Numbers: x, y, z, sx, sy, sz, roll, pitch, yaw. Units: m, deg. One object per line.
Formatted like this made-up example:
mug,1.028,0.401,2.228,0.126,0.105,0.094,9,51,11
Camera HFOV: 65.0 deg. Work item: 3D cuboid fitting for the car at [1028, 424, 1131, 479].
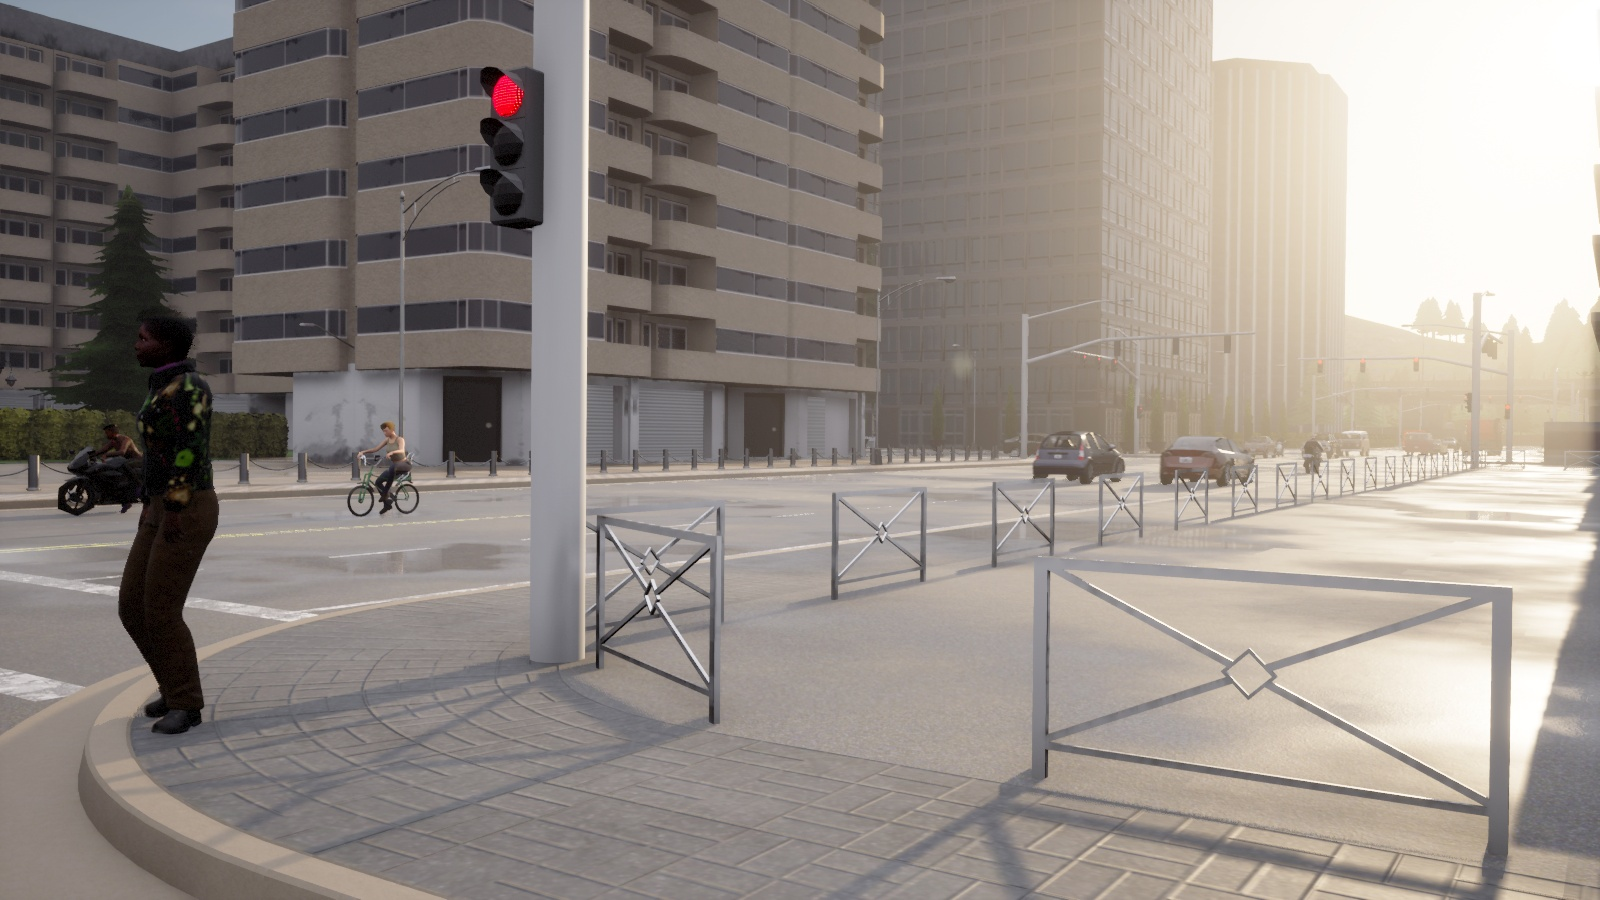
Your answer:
car,8.800,0.013,39.330,1.851,1.617,3.988,0,1,33

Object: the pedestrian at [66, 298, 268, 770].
pedestrian,-2.765,0.340,5.500,0.692,1.930,0.395,-1,1,-40

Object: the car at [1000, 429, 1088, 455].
car,14.625,-0.478,75.376,4.892,1.490,1.837,0,1,32

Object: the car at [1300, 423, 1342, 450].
car,36.743,-0.994,88.571,1.932,1.855,4.605,0,1,33

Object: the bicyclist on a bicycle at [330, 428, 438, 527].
bicyclist on a bicycle,-7.076,0.440,21.409,0.866,1.612,1.509,0,1,33

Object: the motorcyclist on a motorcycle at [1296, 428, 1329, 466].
motorcyclist on a motorcycle,21.191,-0.134,51.919,0.866,1.530,2.191,0,1,33

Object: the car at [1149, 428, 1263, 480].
car,12.587,0.088,38.729,2.163,1.488,4.792,0,1,33

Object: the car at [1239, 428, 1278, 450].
car,32.145,-0.781,87.929,1.789,1.549,3.705,0,1,33

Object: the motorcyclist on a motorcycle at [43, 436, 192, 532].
motorcyclist on a motorcycle,-11.443,0.529,21.112,0.797,1.523,2.044,0,1,33
